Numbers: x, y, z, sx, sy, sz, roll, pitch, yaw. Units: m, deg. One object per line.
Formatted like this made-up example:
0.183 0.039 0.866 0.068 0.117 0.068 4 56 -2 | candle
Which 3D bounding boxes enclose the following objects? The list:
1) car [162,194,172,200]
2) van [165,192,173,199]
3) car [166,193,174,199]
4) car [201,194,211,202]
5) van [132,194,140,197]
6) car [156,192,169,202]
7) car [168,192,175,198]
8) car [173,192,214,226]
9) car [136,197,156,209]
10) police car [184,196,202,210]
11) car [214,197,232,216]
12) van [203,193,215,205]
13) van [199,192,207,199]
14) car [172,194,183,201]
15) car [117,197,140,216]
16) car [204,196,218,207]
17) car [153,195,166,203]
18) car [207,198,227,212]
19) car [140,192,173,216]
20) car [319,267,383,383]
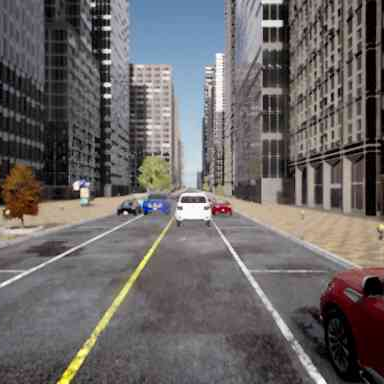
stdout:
-5.704 1.125 76.079 1.887 1.381 4.507 0 0 0 | car
-5.705 0.886 81.747 1.690 1.788 3.998 0 0 0 | van
-5.706 0.949 87.416 1.967 1.590 4.097 0 0 0 | car
2.679 1.193 64.745 1.887 1.381 4.507 0 0 0 | car
-5.697 1.156 36.400 1.690 1.788 3.998 0 0 0 | van
-5.702 0.963 64.742 2.192 1.841 5.009 0 0 0 | car
-5.707 0.912 93.083 1.967 1.590 4.097 0 0 0 | car
0.097 1.108 22.489 2.150 2.045 5.566 0 0 0 | car
-5.698 1.350 42.071 1.947 1.339 4.313 0 0 0 | car
0.093 1.288 41.406 2.038 1.542 4.974 0 0 0 | police car
2.684 1.389 30.734 1.887 1.381 4.507 0 0 0 | car
2.681 1.058 53.408 1.690 1.788 3.998 0 0 0 | van
2.676 0.886 81.748 1.690 1.788 3.998 0 0 0 | van
-3.013 1.168 69.949 1.994 1.385 4.181 0 0 0 | car
-5.696 1.410 30.733 1.947 1.339 4.313 0 0 0 | car
2.682 1.333 47.741 1.802 1.307 4.206 0 0 0 | car
-5.701 1.248 59.076 1.947 1.339 4.313 0 0 0 | car
2.683 1.397 36.402 1.802 1.307 4.206 0 0 0 | car
-3.105 1.069 30.609 2.150 2.045 5.566 0 0 0 | car
2.689 1.302 2.392 2.192 1.841 5.009 0 0 0 | car
